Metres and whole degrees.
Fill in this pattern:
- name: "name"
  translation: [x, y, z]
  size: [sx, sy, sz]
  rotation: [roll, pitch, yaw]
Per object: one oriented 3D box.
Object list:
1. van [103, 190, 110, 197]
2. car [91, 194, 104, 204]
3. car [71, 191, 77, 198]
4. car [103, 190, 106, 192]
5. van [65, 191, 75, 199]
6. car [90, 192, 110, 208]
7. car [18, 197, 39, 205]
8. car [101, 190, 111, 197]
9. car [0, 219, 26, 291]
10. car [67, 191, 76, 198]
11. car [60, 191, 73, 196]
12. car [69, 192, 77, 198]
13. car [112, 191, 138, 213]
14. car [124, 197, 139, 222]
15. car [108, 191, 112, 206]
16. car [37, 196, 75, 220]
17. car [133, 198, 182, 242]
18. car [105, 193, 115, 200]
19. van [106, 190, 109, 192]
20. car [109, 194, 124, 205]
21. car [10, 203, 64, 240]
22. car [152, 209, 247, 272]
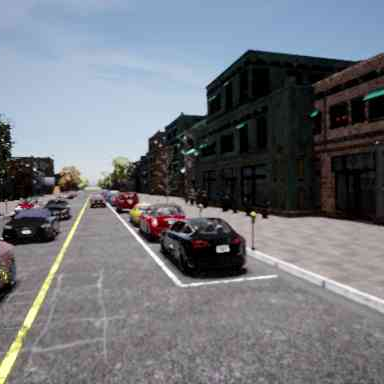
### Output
- name: "van"
  translation: [-21.791, 0.409, 84.803]
  size: [1.690, 1.788, 3.998]
  rotation: [-2, 1, -16]
- name: "car"
  translation: [-14.381, 1.084, 50.562]
  size: [1.895, 1.301, 4.718]
  rotation: [-1, 1, -16]
- name: "car"
  translation: [-26.688, 0.675, 71.789]
  size: [2.192, 1.841, 5.009]
  rotation: [-2, 1, -16]
- name: "car"
  translation: [-15.507, 0.879, 63.521]
  size: [1.802, 1.307, 4.206]
  rotation: [-2, 1, -16]
- name: "van"
  translation: [-28.258, 0.644, 77.111]
  size: [1.690, 1.788, 3.998]
  rotation: [-2, 1, -16]
- name: "car"
  translation: [-11.445, 1.137, 40.634]
  size: [2.033, 1.411, 5.357]
  rotation: [-1, 1, -16]
- name: "car"
  translation: [-14.129, 1.257, 29.220]
  size: [1.967, 1.590, 4.097]
  rotation: [-2, 1, -16]
- name: "car"
  translation: [-23.361, 0.325, 90.124]
  size: [2.192, 1.841, 5.009]
  rotation: [-2, 1, -16]
- name: "car"
  translation: [-4.673, 1.541, 6.233]
  size: [1.812, 1.442, 4.674]
  rotation: [-1, 1, -16]
- name: "car"
  translation: [-29.824, 0.685, 82.434]
  size: [1.967, 1.590, 4.097]
  rotation: [-2, 1, -16]
- name: "car"
  translation: [-23.543, 1.025, 61.151]
  size: [2.008, 1.369, 4.403]
  rotation: [-2, 1, -16]
- name: "car"
  translation: [-31.391, 0.732, 87.758]
  size: [1.887, 1.381, 4.507]
  rotation: [-2, 1, -16]
- name: "car"
  translation: [-6.097, 0.954, 31.588]
  size: [2.192, 1.841, 5.009]
  rotation: [-2, 1, -16]
- name: "car"
  translation: [-3.000, 1.276, 21.112]
  size: [1.752, 1.417, 4.829]
  rotation: [-2, 1, -16]
- name: "car"
  translation: [-9.232, 0.965, 42.233]
  size: [1.967, 1.590, 4.097]
  rotation: [-2, 1, -16]
- name: "car"
  translation: [-10.374, 1.312, 25.684]
  size: [1.837, 1.490, 4.892]
  rotation: [-1, 1, -17]
- name: "car"
  translation: [-1.384, 1.250, 15.626]
  size: [1.967, 1.590, 4.097]
  rotation: [-2, 1, -16]
- name: "car"
  translation: [-17.076, 0.821, 68.843]
  size: [1.802, 1.307, 4.206]
  rotation: [-2, 1, -16]
- name: "van"
  translation: [-12.374, 0.752, 52.874]
  size: [1.690, 1.788, 3.998]
  rotation: [-2, 1, -16]
- name: "car"
  translation: [-10.798, 1.050, 47.557]
  size: [1.802, 1.307, 4.206]
  rotation: [-2, 1, -16]
- name: "car"
  translation: [-7.458, 1.477, 15.789]
  size: [1.994, 1.385, 4.181]
  rotation: [-1, 1, -17]
- name: "car"
  translation: [0.188, 1.432, 10.307]
  size: [1.947, 1.339, 4.313]
  rotation: [-2, 1, -16]
